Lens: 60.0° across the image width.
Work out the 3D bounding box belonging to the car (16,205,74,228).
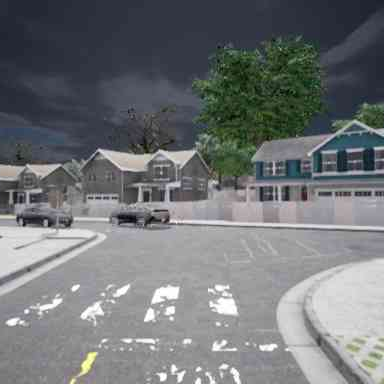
[{"bbox_3d":[-10.476,1.729,23.609,4.892,1.490,1.837,-2,-2,32],"label":"car"}]

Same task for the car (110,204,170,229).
[{"bbox_3d":[-3.613,1.590,22.473,4.902,1.511,2.128,-2,-3,42],"label":"car"}]
